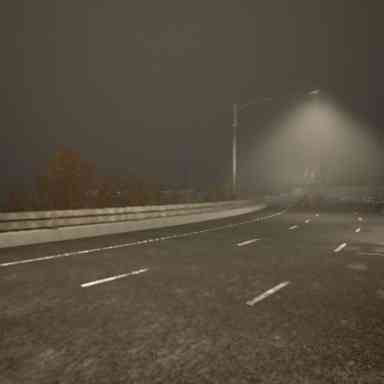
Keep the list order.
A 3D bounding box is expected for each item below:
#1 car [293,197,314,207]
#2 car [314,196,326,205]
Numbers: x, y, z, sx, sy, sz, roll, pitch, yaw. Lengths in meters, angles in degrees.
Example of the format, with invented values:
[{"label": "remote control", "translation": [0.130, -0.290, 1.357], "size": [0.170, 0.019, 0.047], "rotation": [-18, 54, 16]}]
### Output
[{"label": "car", "translation": [15.550, 1.376, 46.979], "size": [1.812, 1.442, 4.674], "rotation": [1, 0, 13]}, {"label": "car", "translation": [21.009, 1.388, 55.312], "size": [1.812, 1.442, 4.674], "rotation": [1, 0, 11]}]
